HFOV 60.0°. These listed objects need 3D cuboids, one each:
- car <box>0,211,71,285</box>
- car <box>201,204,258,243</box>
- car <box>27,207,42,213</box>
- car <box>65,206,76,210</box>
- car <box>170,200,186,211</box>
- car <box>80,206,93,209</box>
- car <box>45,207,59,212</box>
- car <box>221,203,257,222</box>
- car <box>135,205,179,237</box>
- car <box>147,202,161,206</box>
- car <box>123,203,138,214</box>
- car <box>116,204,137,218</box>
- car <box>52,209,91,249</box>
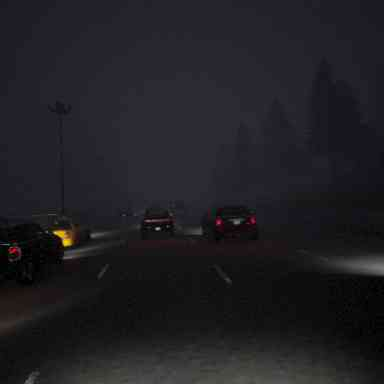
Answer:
[{"bbox_3d":[-5.676,1.746,10.680,2.097,1.767,4.553,-3,-1,-7],"label":"car"},{"bbox_3d":[1.759,1.444,17.077,2.097,1.767,4.553,-3,-1,-7],"label":"car"},{"bbox_3d":[-32.730,4.001,69.281,1.837,1.490,4.892,-3,-1,-7],"label":"car"},{"bbox_3d":[-25.788,3.664,70.116,1.837,1.490,4.892,-3,-1,-7],"label":"car"},{"bbox_3d":[-2.099,1.988,49.386,2.097,1.767,4.553,-3,-1,-7],"label":"car"},{"bbox_3d":[-22.309,3.590,70.502,1.895,1.301,4.718,-3,-1,-7],"label":"car"},{"bbox_3d":[-29.257,3.885,69.697,1.994,1.385,4.181,-3,-1,-7],"label":"car"},{"bbox_3d":[3.920,1.706,28.562,1.895,1.301,4.718,-3,-1,-7],"label":"car"},{"bbox_3d":[-2.154,1.812,20.416,2.128,1.511,4.902,-3,-1,-7],"label":"car"},{"bbox_3d":[-5.812,2.325,51.042,1.882,1.535,5.008,-3,-1,-7],"label":"car"},{"bbox_3d":[-9.481,2.565,51.461,1.812,1.442,4.674,-3,-1,-7],"label":"car"},{"bbox_3d":[-8.157,2.436,40.712,1.895,1.301,4.718,-3,-1,-6],"label":"car"},{"bbox_3d":[-6.409,1.952,16.865,1.801,1.575,5.366,-3,-1,-7],"label":"car"}]
